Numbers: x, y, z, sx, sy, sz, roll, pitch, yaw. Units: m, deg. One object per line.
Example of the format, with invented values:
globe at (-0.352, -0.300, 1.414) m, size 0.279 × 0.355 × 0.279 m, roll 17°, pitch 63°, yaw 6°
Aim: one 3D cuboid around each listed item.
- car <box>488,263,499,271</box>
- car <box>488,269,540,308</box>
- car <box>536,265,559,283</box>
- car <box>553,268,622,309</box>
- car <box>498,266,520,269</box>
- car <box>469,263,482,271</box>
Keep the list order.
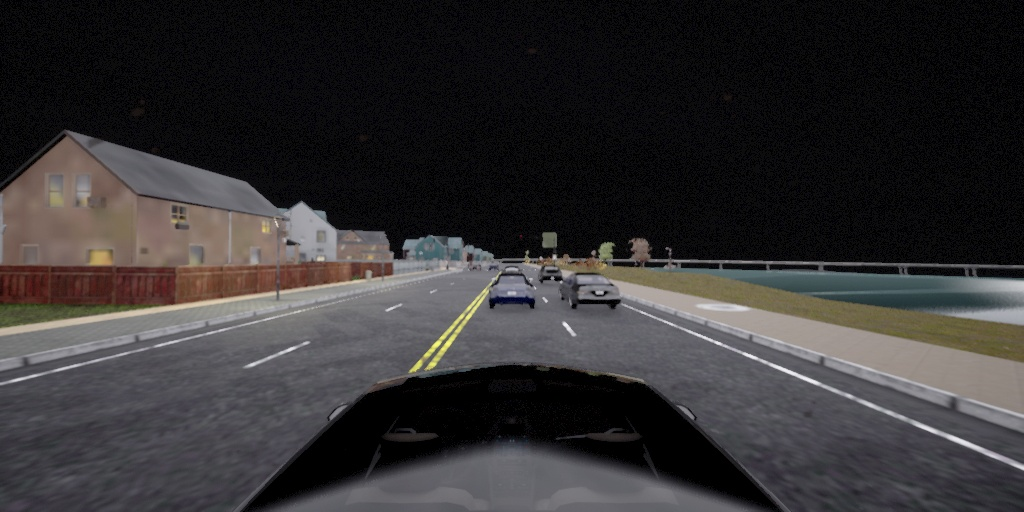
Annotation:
car at (-3.244, 1.955, 64.587) m, size 2.033 × 1.411 × 5.357 m, roll 0°, pitch -1°, yaw 0°
car at (0.005, 1.456, 16.136) m, size 1.994 × 1.385 × 4.181 m, roll 0°, pitch -1°, yaw 0°
car at (3.257, 1.553, 31.141) m, size 1.837 × 1.490 × 4.892 m, roll 0°, pitch 0°, yaw 0°
car at (3.252, 1.436, 15.825) m, size 2.033 × 1.411 × 5.357 m, roll 0°, pitch -1°, yaw 0°
car at (0.008, 1.572, 31.238) m, size 1.812 × 1.442 × 4.674 m, roll 0°, pitch 0°, yaw 0°
car at (-6.496, 1.970, 64.285) m, size 1.994 × 1.385 × 4.181 m, roll 0°, pitch -1°, yaw 0°
